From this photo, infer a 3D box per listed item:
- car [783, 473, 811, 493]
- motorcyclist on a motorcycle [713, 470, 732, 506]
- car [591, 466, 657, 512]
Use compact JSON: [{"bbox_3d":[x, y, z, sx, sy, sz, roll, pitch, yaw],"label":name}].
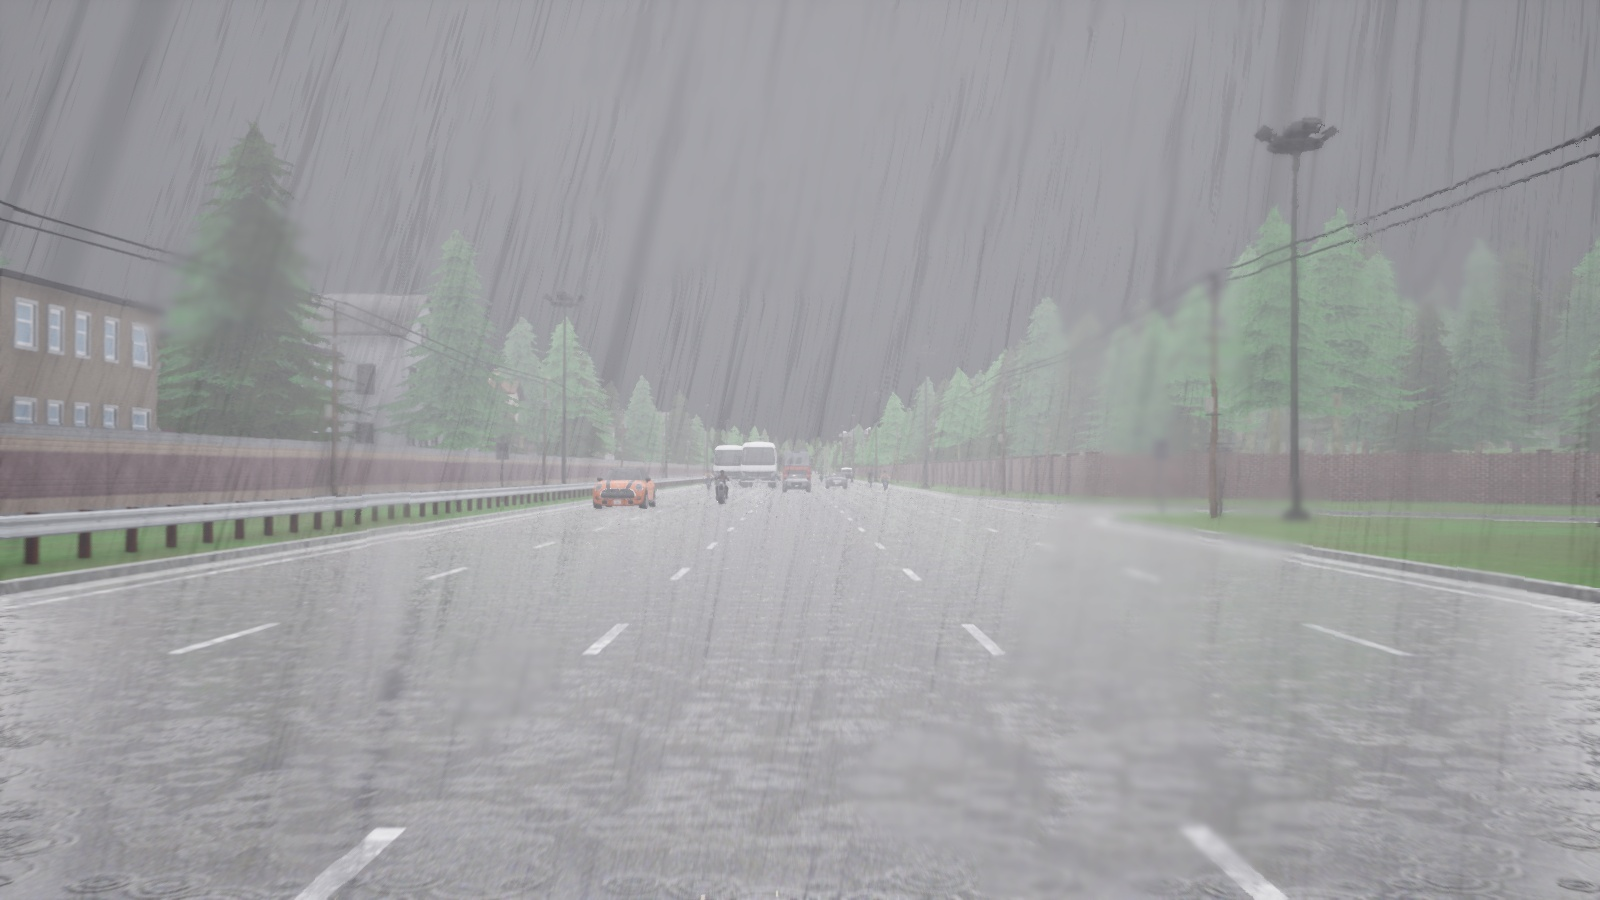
[{"bbox_3d":[-0.228,2.425,92.416,1.994,1.385,4.181,0,-1,0],"label":"car"},{"bbox_3d":[-3.646,1.766,59.052,0.766,1.649,2.350,0,-1,0],"label":"motorcyclist on a motorcycle"},{"bbox_3d":[-7.127,1.558,51.293,2.097,1.767,4.553,0,-1,0],"label":"car"}]
